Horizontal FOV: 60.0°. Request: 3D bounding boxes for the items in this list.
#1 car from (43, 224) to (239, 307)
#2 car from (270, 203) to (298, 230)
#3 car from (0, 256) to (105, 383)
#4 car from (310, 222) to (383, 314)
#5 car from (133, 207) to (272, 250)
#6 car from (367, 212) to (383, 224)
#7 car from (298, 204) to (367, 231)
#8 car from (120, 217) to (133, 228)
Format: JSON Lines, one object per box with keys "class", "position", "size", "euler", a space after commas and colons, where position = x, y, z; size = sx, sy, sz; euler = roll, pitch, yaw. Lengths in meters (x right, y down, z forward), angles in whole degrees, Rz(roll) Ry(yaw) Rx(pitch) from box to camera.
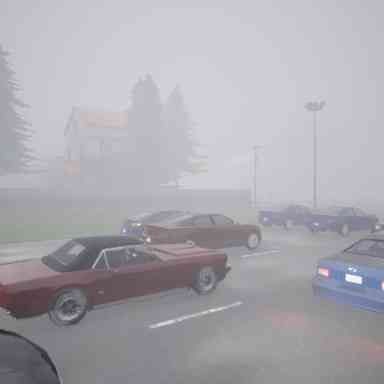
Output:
{"class": "car", "position": [-1.449, 1.601, 7.046], "size": [4.718, 1.301, 1.895], "euler": [0, 0, -35]}
{"class": "car", "position": [6.383, 1.478, 21.218], "size": [5.008, 1.535, 1.882], "euler": [0, 0, -36]}
{"class": "car", "position": [-3.154, 1.492, 1.512], "size": [4.902, 1.511, 2.128], "euler": [0, 0, -35]}
{"class": "car", "position": [4.835, 1.547, 7.204], "size": [5.357, 1.411, 2.033], "euler": [0, 0, -35]}
{"class": "car", "position": [0.538, 1.478, 12.752], "size": [5.008, 1.535, 1.882], "euler": [0, 0, -35]}
{"class": "car", "position": [10.414, 1.601, 15.496], "size": [4.718, 1.301, 1.895], "euler": [0, 0, -36]}
{"class": "car", "position": [8.326, 1.478, 18.307], "size": [5.008, 1.535, 1.882], "euler": [0, 0, -36]}
{"class": "car", "position": [-1.087, 1.526, 15.885], "size": [4.674, 1.442, 1.812], "euler": [0, 0, -36]}
